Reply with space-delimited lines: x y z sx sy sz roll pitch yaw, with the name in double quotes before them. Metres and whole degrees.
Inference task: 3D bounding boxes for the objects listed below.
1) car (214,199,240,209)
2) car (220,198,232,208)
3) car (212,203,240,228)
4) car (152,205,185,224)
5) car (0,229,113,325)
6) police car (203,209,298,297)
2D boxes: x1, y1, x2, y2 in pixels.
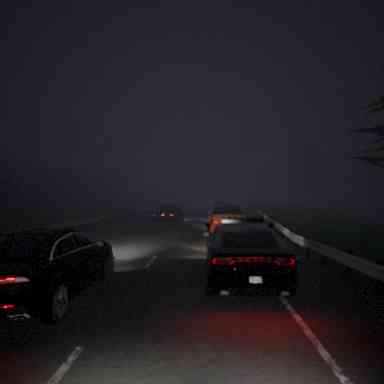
"car" 1.930 1.463 18.509 2.097 1.767 4.553 0 0 5
"car" 5.940 1.820 57.204 1.882 1.535 5.008 0 0 9
"car" 2.466 1.652 24.382 1.837 1.490 4.892 0 0 6
"car" -1.784 1.711 26.178 2.033 1.411 5.357 0 0 6
"car" -3.137 1.541 7.220 2.128 1.511 4.902 0 0 2
"police car" 1.322 1.479 8.888 1.930 1.638 5.238 0 0 3
